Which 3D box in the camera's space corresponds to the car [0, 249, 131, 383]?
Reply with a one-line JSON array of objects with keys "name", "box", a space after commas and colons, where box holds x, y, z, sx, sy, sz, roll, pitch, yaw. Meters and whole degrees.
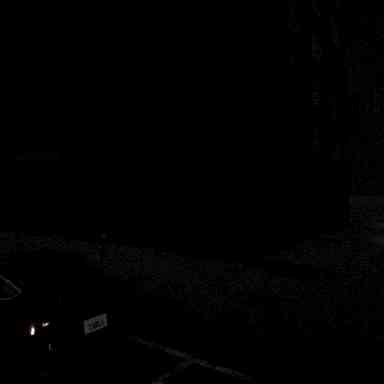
[{"name": "car", "box": [-2.812, 1.567, 5.074, 4.313, 1.339, 1.947, 0, 0, 35]}]
